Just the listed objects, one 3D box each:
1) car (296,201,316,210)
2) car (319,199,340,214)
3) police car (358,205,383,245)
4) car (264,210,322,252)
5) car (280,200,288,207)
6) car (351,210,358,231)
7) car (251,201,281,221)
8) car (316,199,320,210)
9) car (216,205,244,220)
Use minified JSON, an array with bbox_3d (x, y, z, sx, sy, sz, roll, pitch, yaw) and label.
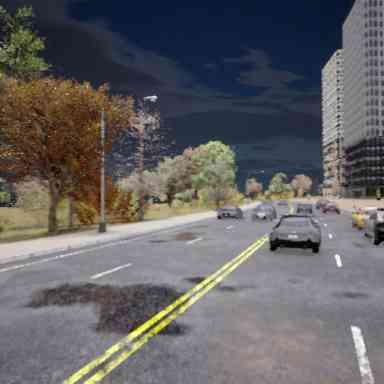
[{"bbox_3d":[14.735,1.971,43.716,2.128,1.511,4.902,-1,-1,18],"label":"car"},{"bbox_3d":[17.675,1.967,42.456,1.812,1.442,4.674,-1,-1,18],"label":"car"},{"bbox_3d":[9.510,1.559,16.022,1.930,1.638,5.238,-1,-1,20],"label":"police car"},{"bbox_3d":[4.612,1.719,14.765,1.994,1.385,4.181,-1,-1,21],"label":"car"},{"bbox_3d":[19.131,2.346,69.983,1.994,1.385,4.181,-1,-1,16],"label":"car"},{"bbox_3d":[11.621,1.649,21.784,1.801,1.575,5.366,-1,-1,20],"label":"car"},{"bbox_3d":[6.643,1.839,30.451,2.128,1.511,4.902,-1,-1,19],"label":"car"},{"bbox_3d":[21.482,1.945,54.667,2.097,1.767,4.553,-1,-1,16],"label":"car"},{"bbox_3d":[3.721,1.952,31.946,1.994,1.385,4.181,-1,-1,19],"label":"car"}]
